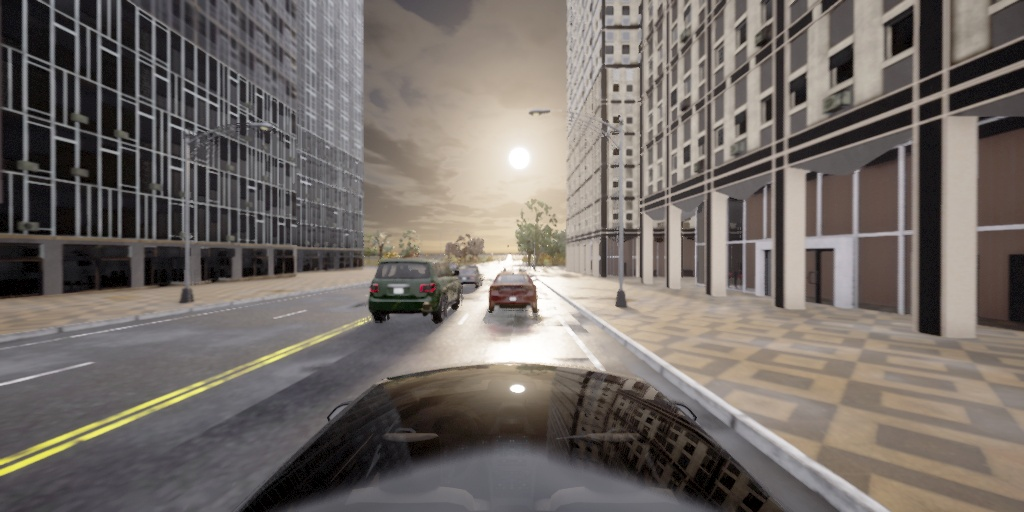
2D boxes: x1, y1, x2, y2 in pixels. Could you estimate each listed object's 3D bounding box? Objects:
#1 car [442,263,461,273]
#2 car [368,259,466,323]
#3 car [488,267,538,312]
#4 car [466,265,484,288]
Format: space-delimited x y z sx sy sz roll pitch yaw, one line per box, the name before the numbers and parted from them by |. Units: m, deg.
car | -9.804 1.925 58.445 2.128 1.511 4.902 0 -1 0
car | -3.215 1.113 12.924 2.150 2.045 5.566 0 0 1
car | 0.055 1.396 15.183 1.882 1.535 5.008 0 -1 1
car | -3.225 1.610 26.954 2.033 1.411 5.357 0 -1 1
